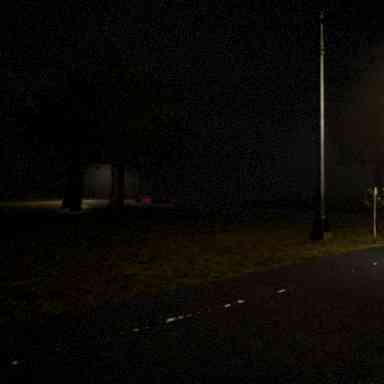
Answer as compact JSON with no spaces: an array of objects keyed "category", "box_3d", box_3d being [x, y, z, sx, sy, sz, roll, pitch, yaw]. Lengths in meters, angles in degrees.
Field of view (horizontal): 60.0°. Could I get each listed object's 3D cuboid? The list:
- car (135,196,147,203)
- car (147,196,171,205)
[{"category":"car","box_3d":[-9.690,1.540,66.162,1.994,1.385,4.181,1,0,-34]},{"category":"car","box_3d":[-5.647,1.456,60.108,1.882,1.535,5.008,1,0,-33]}]
